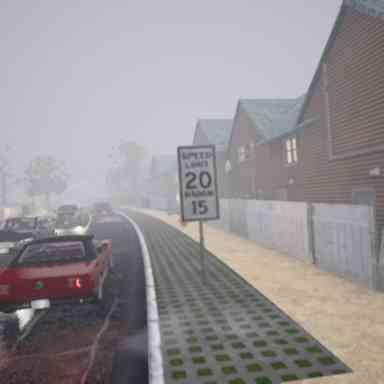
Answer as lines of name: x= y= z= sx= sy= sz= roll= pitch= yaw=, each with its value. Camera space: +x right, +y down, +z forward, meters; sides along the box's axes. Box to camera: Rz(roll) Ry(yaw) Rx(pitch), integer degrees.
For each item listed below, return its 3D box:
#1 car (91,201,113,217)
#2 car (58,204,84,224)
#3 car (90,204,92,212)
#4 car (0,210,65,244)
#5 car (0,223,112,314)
car: x=-9.963 y=1.897 z=37.303 sx=1.837 sy=1.490 sz=4.892 roll=-3 pitch=0 yaw=-17
car: x=-10.063 y=1.789 z=27.169 sx=2.097 sy=1.767 sz=4.553 roll=-3 pitch=0 yaw=-15
car: x=-13.384 y=2.063 z=47.148 sx=1.812 sy=1.442 sz=4.674 roll=-3 pitch=0 yaw=-22
car: x=-7.041 y=1.798 z=13.918 sx=2.128 sy=1.511 sz=4.902 roll=-3 pitch=0 yaw=-11
car: x=-3.002 y=1.686 z=7.999 sx=1.895 sy=1.301 sz=4.718 roll=-3 pitch=0 yaw=-9
